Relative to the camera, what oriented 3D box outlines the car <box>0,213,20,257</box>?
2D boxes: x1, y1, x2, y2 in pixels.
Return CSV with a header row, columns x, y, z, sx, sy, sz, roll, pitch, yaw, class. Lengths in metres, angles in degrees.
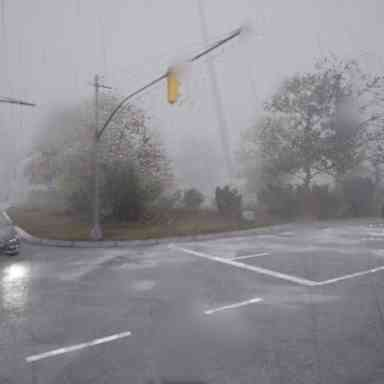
x,y,z,sx,sy,sz,roll,pitch,yaw,class
-7.757,1.497,12.239,1.837,1.490,4.892,0,0,-39,car
